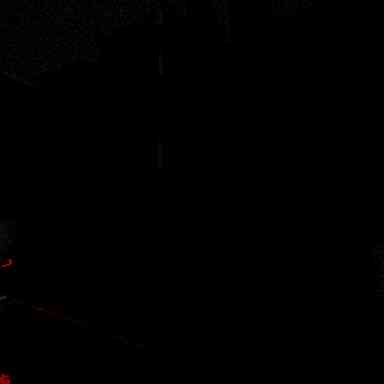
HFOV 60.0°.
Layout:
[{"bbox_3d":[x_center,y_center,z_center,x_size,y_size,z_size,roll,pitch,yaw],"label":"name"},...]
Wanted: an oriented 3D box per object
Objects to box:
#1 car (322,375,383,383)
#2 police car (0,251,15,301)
[{"bbox_3d":[2.424,1.551,1.075,4.403,1.369,2.008,0,1,35],"label":"car"},{"bbox_3d":[-5.774,1.423,7.006,5.238,1.638,1.930,0,0,35],"label":"police car"}]
